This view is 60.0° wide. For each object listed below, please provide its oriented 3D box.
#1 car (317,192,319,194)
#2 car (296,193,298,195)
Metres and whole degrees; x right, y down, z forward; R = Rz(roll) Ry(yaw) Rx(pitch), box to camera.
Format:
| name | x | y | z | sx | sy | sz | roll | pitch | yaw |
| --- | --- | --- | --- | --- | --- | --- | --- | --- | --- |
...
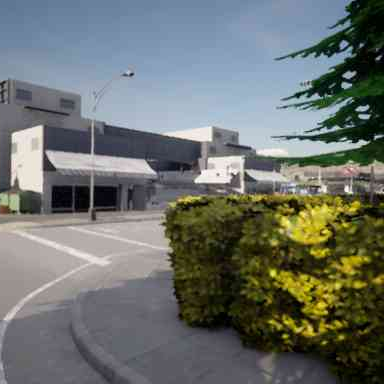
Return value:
| name | x | y | z | sx | sy | sz | roll | pitch | yaw |
| --- | --- | --- | --- | --- | --- | --- | --- | --- | --- |
| car | 33.297 | 0.909 | 88.636 | 1.932 | 1.855 | 4.605 | 1 | 1 | 43 |
| car | 24.047 | 1.012 | 73.931 | 1.970 | 1.475 | 3.806 | 1 | 1 | 43 |
